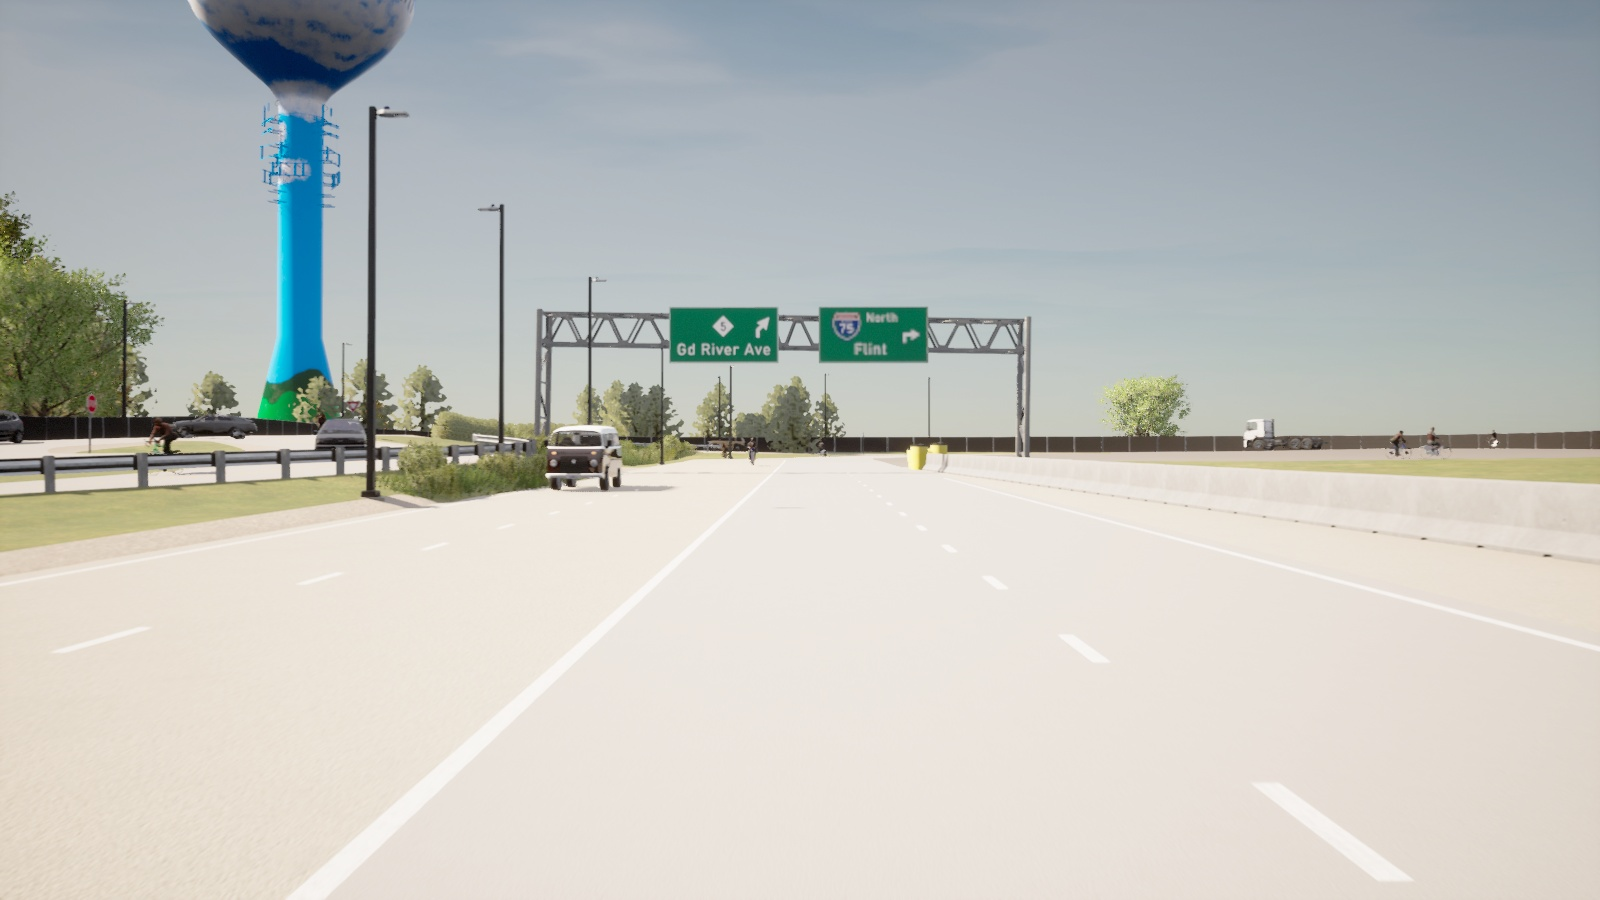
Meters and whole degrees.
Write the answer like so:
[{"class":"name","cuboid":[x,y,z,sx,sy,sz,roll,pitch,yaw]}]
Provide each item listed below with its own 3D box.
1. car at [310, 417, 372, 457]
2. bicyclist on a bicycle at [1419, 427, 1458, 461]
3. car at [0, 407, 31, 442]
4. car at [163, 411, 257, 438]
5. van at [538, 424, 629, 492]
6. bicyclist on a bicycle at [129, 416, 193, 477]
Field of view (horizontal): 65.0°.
[{"class":"car","cuboid":[-17.727,-0.537,48.670,2.033,1.411,5.357,0,2,-18]},{"class":"bicyclist on a bicycle","cuboid":[34.414,-0.328,67.689,1.843,1.776,0.659,-1,0,-8]},{"class":"car","cuboid":[-40.341,-1.244,61.702,2.242,1.667,4.611,0,3,-1]},{"class":"car","cuboid":[-35.494,-1.513,75.679,4.902,1.511,2.128,1,1,-19]},{"class":"van","cuboid":[-6.757,0.222,39.595,2.069,2.038,4.480,0,0,0]},{"class":"bicyclist on a bicycle","cuboid":[-17.637,-0.120,34.677,0.582,1.620,1.656,-1,2,13]}]
